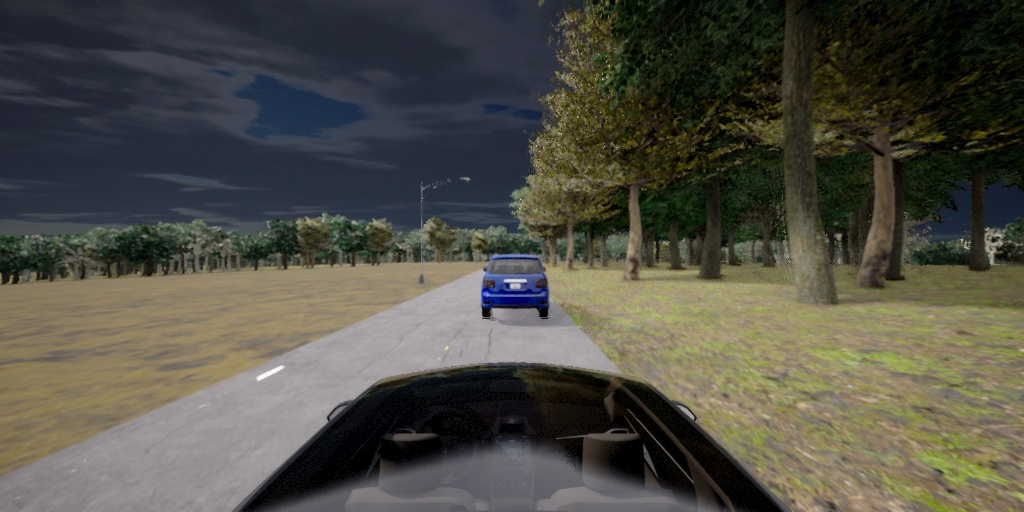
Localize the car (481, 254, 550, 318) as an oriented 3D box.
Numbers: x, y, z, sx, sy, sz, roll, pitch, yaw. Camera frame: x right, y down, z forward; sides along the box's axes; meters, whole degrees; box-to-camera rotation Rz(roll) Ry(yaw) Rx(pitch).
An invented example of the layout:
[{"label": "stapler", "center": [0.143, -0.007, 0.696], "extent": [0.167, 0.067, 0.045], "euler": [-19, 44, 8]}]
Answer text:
[{"label": "car", "center": [0.099, 0.969, 13.106], "extent": [2.150, 2.045, 5.566], "euler": [0, 0, 0]}]
